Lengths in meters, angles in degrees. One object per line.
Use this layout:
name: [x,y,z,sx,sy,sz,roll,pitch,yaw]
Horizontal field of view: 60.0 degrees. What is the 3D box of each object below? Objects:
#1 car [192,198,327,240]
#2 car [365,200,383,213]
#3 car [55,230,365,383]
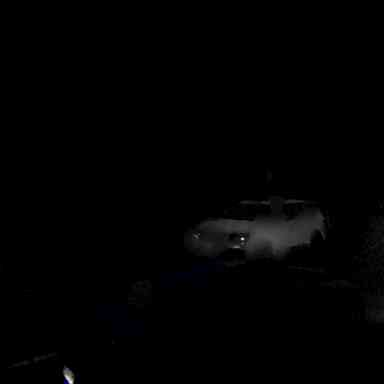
car: [2.496,1.245,11.133,5.566,2.045,2.150,0,0,-44]
car: [20.850,1.552,36.909,2.033,1.411,5.357,1,0,14]
car: [0.609,1.541,4.612,4.674,1.442,1.812,0,0,-39]
